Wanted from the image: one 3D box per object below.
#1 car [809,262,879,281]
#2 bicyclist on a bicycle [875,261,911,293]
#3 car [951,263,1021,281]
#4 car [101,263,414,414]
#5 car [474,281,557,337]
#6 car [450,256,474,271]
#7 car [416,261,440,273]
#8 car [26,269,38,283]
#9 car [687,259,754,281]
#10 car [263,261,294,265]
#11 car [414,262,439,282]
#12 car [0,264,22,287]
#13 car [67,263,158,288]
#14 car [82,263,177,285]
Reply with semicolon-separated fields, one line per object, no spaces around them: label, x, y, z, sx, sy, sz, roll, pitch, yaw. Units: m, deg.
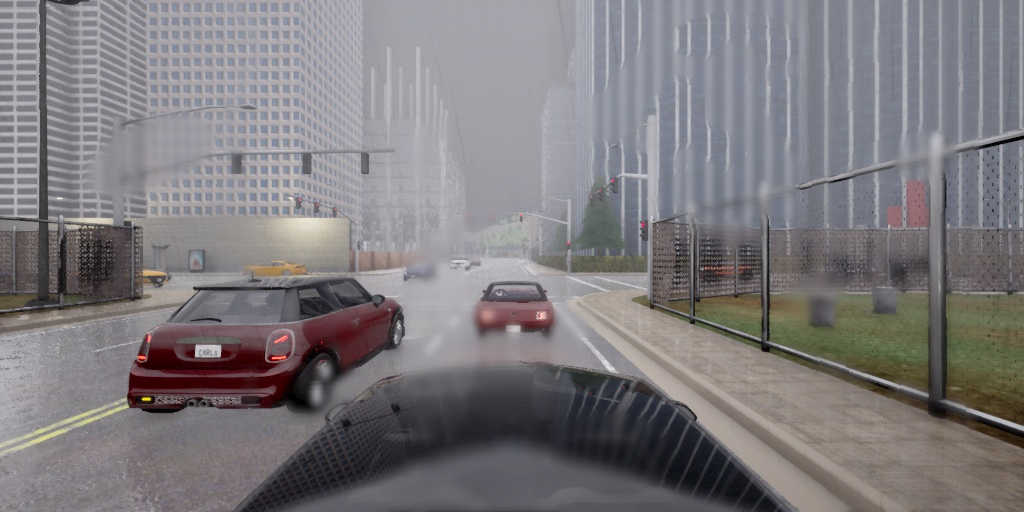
car;26.530;1.220;28.693;4.674;1.442;1.812;0;0;0
bicyclist on a bicycle;18.801;0.995;17.737;0.582;1.620;1.656;0;0;0
car;37.518;1.258;28.666;4.181;1.385;1.994;0;0;0
car;-3.443;1.102;6.207;2.097;1.767;4.553;0;0;0
car;0.077;1.351;10.212;1.895;1.301;4.718;0;0;0
car;-7.112;0.968;50.066;2.150;2.045;5.566;0;0;0
car;-10.610;1.351;45.420;1.895;1.301;4.718;0;0;0
car;-36.265;1.242;25.127;5.357;1.411;2.033;0;0;0
car;16.588;1.047;28.723;4.553;1.767;2.097;0;0;0
car;-21.206;1.172;32.248;5.008;1.535;1.882;0;0;-1
car;-7.107;1.247;28.308;1.812;1.442;4.674;0;0;0
car;-33.307;1.172;21.620;5.008;1.535;1.882;0;0;0
car;-23.730;1.172;21.601;5.008;1.535;1.882;0;0;0
car;-26.675;1.220;25.107;4.674;1.442;1.812;0;0;0
